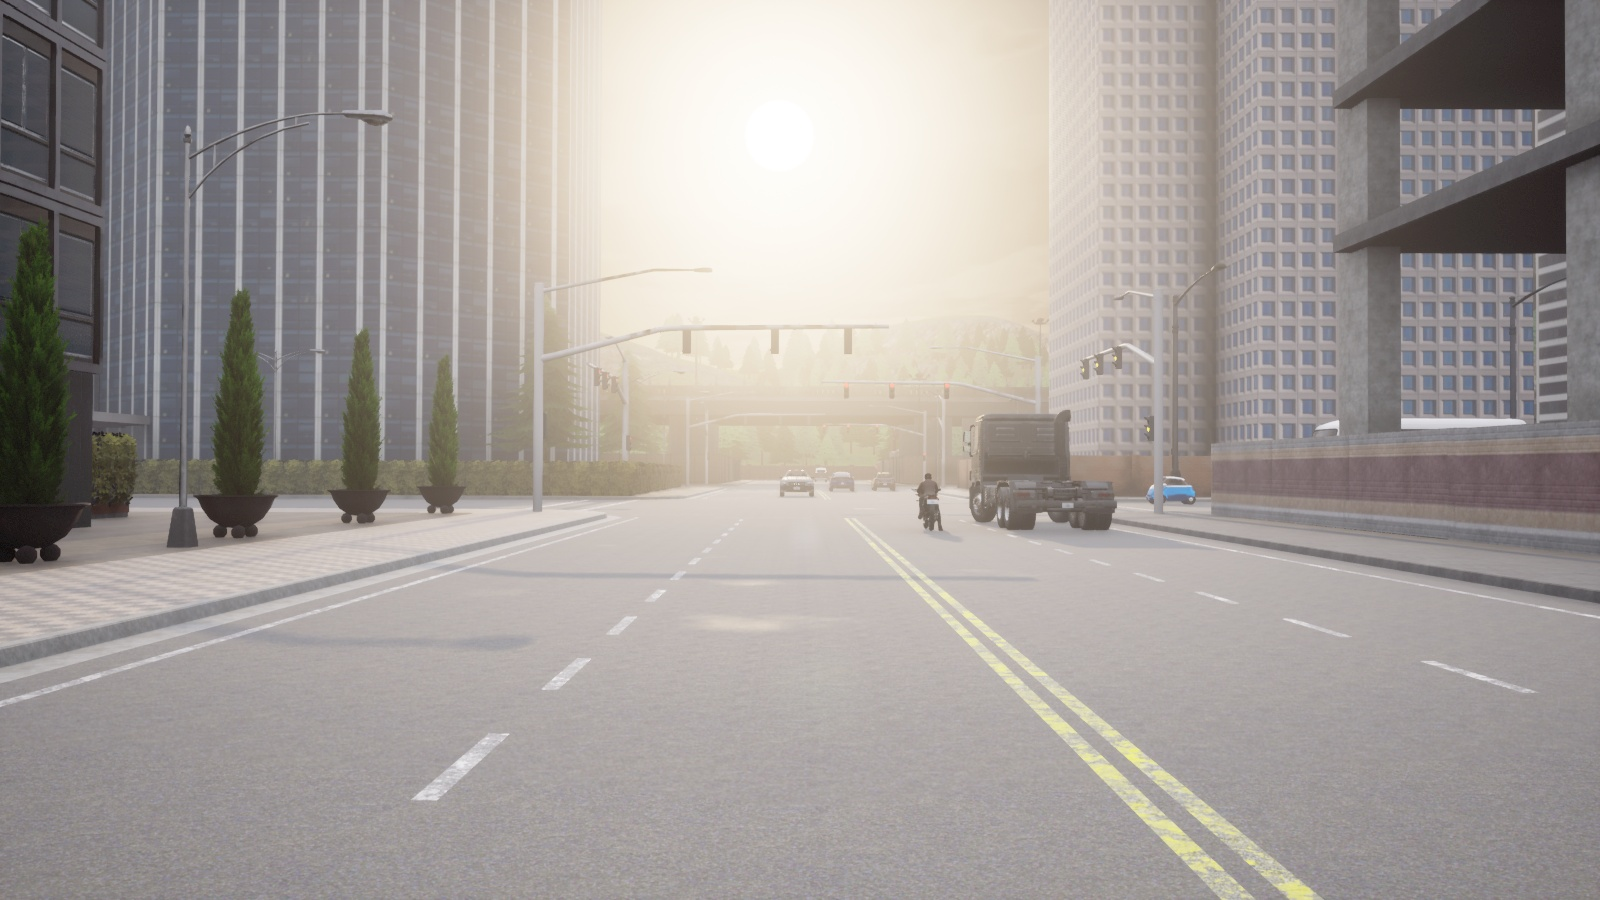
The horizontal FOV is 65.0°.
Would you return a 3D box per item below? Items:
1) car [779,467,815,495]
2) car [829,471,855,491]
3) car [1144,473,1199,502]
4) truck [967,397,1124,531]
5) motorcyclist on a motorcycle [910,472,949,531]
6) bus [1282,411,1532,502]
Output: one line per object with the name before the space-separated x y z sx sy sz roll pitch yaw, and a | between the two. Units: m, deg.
car | -0.183 1.908 78.435 2.152 1.651 5.027 0 -1 0
car | 3.270 2.425 98.267 1.882 1.535 5.008 0 -1 0
car | 18.165 1.826 61.453 2.207 1.376 1.481 0 -1 0
truck | 6.892 0.416 36.473 2.891 3.462 7.936 0 -1 -1
motorcyclist on a motorcycle | 3.422 1.341 33.314 0.797 1.523 2.044 0 -1 0
bus | 29.482 0.349 61.421 10.273 4.253 3.944 0 -1 0
